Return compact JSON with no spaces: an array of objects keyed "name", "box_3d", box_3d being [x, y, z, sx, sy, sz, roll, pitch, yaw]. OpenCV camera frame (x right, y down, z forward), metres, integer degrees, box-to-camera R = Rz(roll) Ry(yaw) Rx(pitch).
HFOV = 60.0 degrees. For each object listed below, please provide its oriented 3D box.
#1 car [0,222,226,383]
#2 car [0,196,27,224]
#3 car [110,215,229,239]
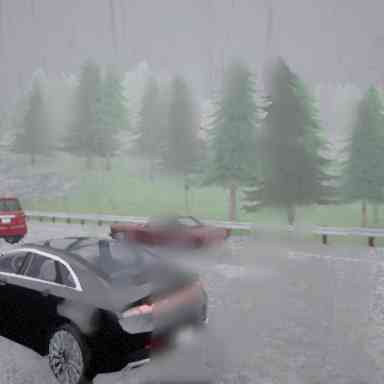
[{"name":"car","box_3d":[-2.074,1.477,5.287,4.902,1.511,2.128,0,0,34]},{"name":"car","box_3d":[-9.342,1.184,14.095,5.566,2.045,2.150,0,0,32]},{"name":"car","box_3d":[-1.051,1.567,13.021,4.718,1.301,1.895,0,0,33]}]
